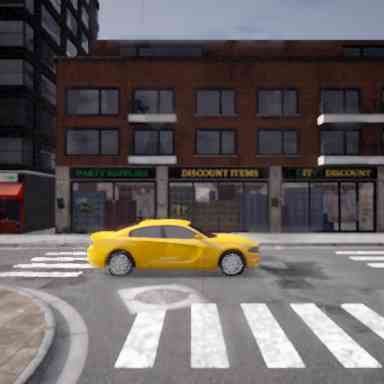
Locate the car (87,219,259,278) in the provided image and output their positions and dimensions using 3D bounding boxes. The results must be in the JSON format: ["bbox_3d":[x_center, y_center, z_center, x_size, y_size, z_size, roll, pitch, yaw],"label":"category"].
[{"bbox_3d":[-0.521,1.568,9.949,5.008,1.535,1.882,0,-1,0],"label":"car"}]
